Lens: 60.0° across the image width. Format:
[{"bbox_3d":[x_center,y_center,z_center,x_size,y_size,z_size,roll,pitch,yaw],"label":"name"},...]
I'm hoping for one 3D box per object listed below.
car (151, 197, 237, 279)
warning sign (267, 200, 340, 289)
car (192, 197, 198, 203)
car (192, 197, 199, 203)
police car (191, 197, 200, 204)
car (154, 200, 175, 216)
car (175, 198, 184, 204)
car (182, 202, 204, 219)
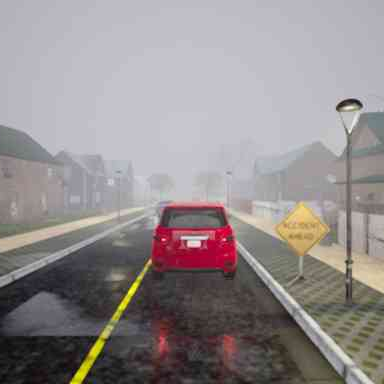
[{"bbox_3d":[0.063,1.270,10.284,2.150,2.045,5.566,0,0,0],"label":"car"},{"bbox_3d":[2.527,1.148,7.722,1.300,1.860,1.060,1,0,0],"label":"warning sign"},{"bbox_3d":[0.791,2.242,93.746,1.837,1.490,4.892,0,-1,0],"label":"car"},{"bbox_3d":[0.794,2.174,87.746,1.837,1.490,4.892,0,-1,0],"label":"car"},{"bbox_3d":[0.797,1.988,77.856,1.930,1.638,5.238,0,-1,0],"label":"police car"},{"bbox_3d":[-2.860,1.675,36.046,1.882,1.535,5.008,0,0,0],"label":"car"},{"bbox_3d":[-2.777,2.132,77.159,1.895,1.301,4.718,0,-1,0],"label":"car"},{"bbox_3d":[0.084,1.723,32.893,2.033,1.411,5.357,0,0,0],"label":"car"}]
